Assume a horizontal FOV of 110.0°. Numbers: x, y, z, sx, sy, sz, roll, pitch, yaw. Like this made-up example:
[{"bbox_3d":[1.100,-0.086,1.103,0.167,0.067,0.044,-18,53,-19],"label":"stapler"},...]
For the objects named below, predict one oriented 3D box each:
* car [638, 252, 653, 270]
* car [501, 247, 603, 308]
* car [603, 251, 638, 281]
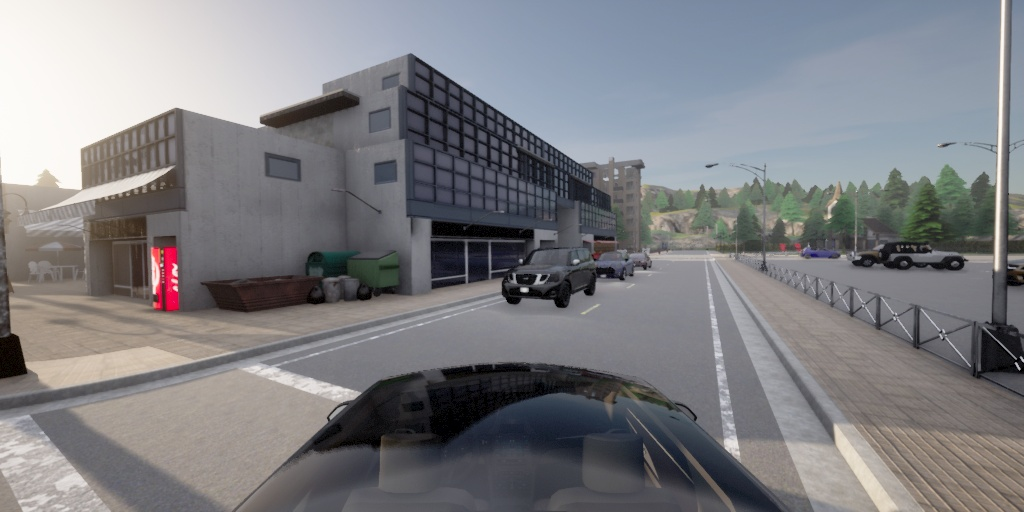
[{"bbox_3d":[11.156,0.400,31.705,1.812,1.442,4.674,0,2,28],"label":"car"},{"bbox_3d":[1.696,0.668,14.007,2.150,2.045,5.566,0,2,28],"label":"car"},{"bbox_3d":[6.330,0.518,22.682,2.097,1.767,4.553,0,2,28],"label":"car"}]
